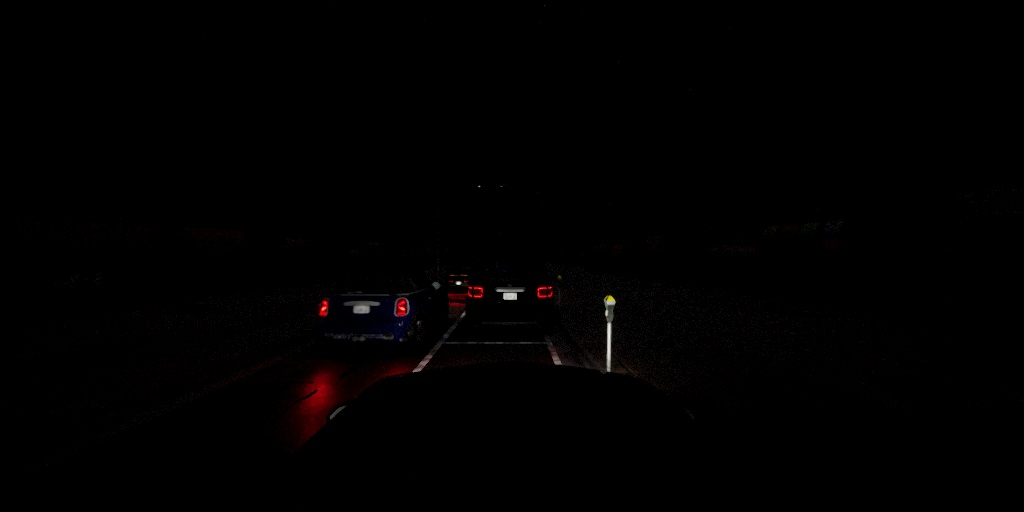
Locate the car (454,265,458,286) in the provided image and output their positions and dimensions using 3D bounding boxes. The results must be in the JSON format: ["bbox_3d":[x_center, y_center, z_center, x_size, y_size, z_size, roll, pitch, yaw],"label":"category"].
[{"bbox_3d":[-2.964,1.248,22.441,1.837,1.490,4.892,0,0,0],"label":"car"}]

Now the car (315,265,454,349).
[{"bbox_3d":[-3.020,1.099,9.323,2.097,1.767,4.553,0,0,0],"label":"car"}]

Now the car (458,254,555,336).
[{"bbox_3d":[-0.039,0.975,10.532,2.150,2.045,5.566,0,0,0],"label":"car"}]
